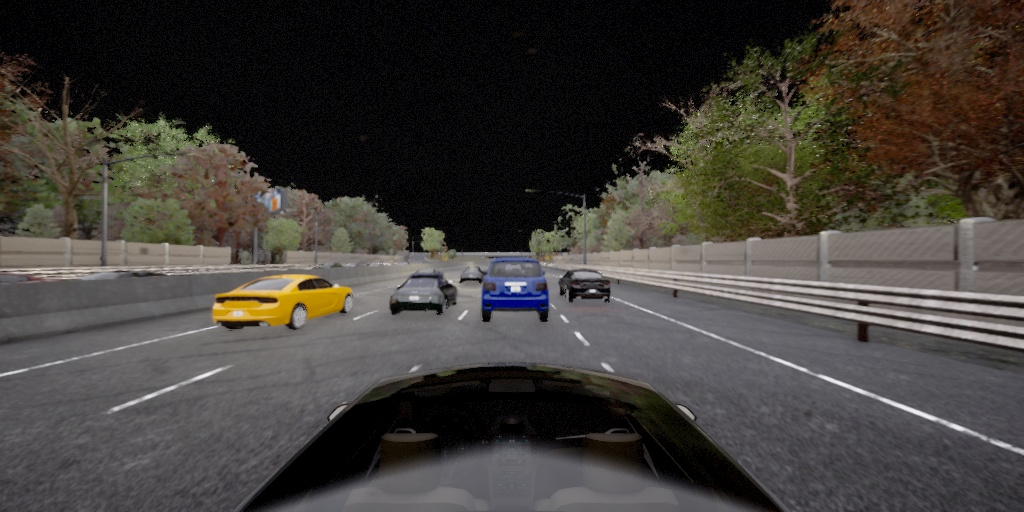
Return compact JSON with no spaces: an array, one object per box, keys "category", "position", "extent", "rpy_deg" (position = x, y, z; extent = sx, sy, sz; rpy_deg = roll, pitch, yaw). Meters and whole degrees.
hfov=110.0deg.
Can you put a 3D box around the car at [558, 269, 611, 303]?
[{"category":"car","position":[3.504,1.400,18.036],"extent":[1.882,1.535,5.008],"rpy_deg":[0,-1,0]}]

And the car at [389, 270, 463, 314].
[{"category":"car","position":[-3.396,1.448,14.461],"extent":[1.994,1.385,4.181],"rpy_deg":[0,-1,0]}]

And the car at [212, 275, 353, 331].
[{"category":"car","position":[-6.897,1.330,11.509],"extent":[1.882,1.535,5.008],"rpy_deg":[0,-1,0]}]

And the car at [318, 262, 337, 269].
[{"category":"car","position":[-28.023,1.679,55.427],"extent":[2.097,1.767,4.553],"rpy_deg":[0,-1,1]}]

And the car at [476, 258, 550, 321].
[{"category":"car","position":[0.091,1.092,13.192],"extent":[2.150,2.045,5.566],"rpy_deg":[0,-1,0]}]

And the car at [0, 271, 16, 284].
[{"category":"car","position":[-21.095,1.354,13.911],"extent":[1.882,1.535,5.008],"rpy_deg":[0,-1,0]}]

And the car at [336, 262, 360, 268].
[{"category":"car","position":[-24.518,1.876,55.525],"extent":[2.033,1.411,5.357],"rpy_deg":[0,-1,1]}]

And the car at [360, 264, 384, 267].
[{"category":"car","position":[-21.019,1.877,55.608],"extent":[2.033,1.411,5.357],"rpy_deg":[0,-1,1]}]

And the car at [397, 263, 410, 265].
[{"category":"car","position":[-17.529,1.828,57.446],"extent":[1.882,1.535,5.008],"rpy_deg":[0,0,1]}]

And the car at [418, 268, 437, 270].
[{"category":"car","position":[-6.891,1.648,29.796],"extent":[1.895,1.301,4.718],"rpy_deg":[0,-1,0]}]

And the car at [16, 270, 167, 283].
[{"category":"car","position":[-17.595,1.403,15.902],"extent":[1.837,1.490,4.892],"rpy_deg":[0,-1,0]}]

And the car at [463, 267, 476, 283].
[{"category":"car","position":[-3.390,1.632,31.663],"extent":[1.994,1.385,4.181],"rpy_deg":[0,-1,0]}]
